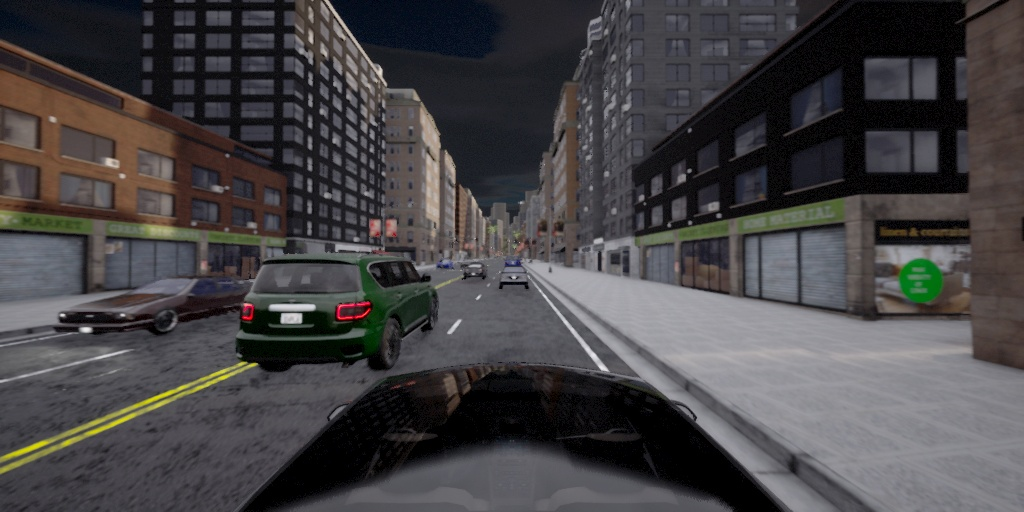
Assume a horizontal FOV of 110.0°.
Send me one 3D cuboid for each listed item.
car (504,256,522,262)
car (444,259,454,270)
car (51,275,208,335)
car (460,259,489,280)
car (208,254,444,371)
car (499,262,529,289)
[{"bbox_3d":[0.123,0.963,45.533,2.150,2.045,5.566,0,0,0],"label":"car"},{"bbox_3d":[-9.749,1.207,52.274,1.882,1.535,5.008,0,0,0],"label":"car"},{"bbox_3d":[-9.746,1.304,10.858,2.033,1.411,5.357,0,0,0],"label":"car"},{"bbox_3d":[-3.135,1.280,31.455,1.812,1.442,4.674,0,0,0],"label":"car"},{"bbox_3d":[-3.148,0.977,7.806,2.150,2.045,5.566,0,0,0],"label":"car"},{"bbox_3d":[0.117,1.305,23.331,2.033,1.411,5.357,0,0,0],"label":"car"}]
